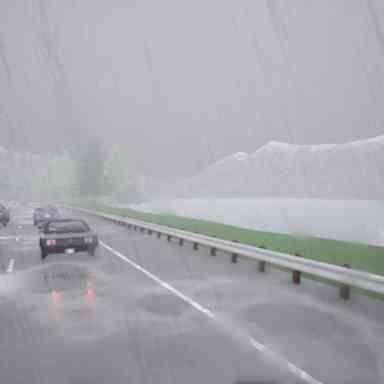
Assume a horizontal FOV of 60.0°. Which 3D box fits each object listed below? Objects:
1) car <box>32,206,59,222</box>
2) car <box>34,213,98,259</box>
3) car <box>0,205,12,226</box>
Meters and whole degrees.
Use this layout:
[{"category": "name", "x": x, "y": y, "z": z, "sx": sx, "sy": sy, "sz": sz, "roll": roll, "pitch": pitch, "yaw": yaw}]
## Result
[{"category": "car", "x": -11.427, "y": 1.788, "z": 26.048, "sx": 2.033, "sy": 1.411, "sz": 5.357, "roll": 0, "pitch": 0, "yaw": -26}, {"category": "car", "x": -5.091, "y": 1.716, "z": 13.242, "sx": 1.895, "sy": 1.301, "sz": 4.718, "roll": 0, "pitch": 0, "yaw": -26}, {"category": "car", "x": -14.987, "y": 1.763, "z": 25.374, "sx": 2.128, "sy": 1.511, "sz": 4.902, "roll": 0, "pitch": 0, "yaw": -26}]
